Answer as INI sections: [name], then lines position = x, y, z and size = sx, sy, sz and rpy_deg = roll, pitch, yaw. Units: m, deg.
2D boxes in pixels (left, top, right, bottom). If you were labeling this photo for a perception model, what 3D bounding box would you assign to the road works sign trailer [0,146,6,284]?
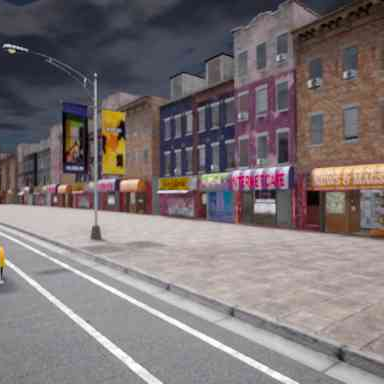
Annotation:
[road works sign trailer]
position = -6.323, 0.442, 8.569
size = 2.380, 3.560, 2.880
rpy_deg = 0, 0, -39
